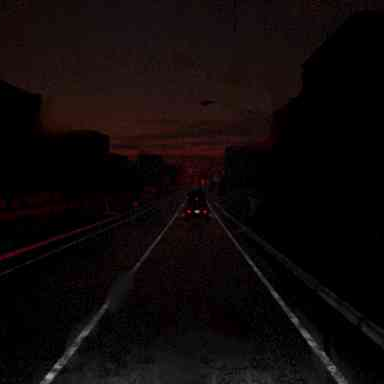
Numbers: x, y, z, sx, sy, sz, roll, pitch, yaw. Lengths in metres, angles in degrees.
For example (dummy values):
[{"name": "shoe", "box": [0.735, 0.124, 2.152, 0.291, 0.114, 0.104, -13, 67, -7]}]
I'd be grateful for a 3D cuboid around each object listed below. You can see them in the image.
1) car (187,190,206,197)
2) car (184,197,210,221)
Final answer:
[{"name": "car", "box": [0.566, 0.821, 41.185, 2.150, 2.045, 5.566, 0, 1, 1]}, {"name": "car", "box": [0.384, 1.401, 25.802, 2.033, 1.411, 5.357, 0, 1, 1]}]
